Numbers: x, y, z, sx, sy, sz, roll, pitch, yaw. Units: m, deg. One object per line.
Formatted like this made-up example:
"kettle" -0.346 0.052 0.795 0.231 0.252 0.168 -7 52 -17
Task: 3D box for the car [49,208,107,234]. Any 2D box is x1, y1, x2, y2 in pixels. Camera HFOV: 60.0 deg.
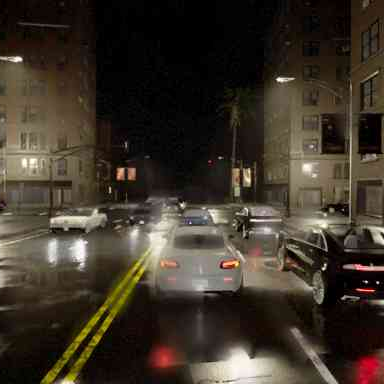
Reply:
"car" -6.455 1.597 19.282 1.895 1.301 4.718 0 0 0

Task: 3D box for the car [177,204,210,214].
"car" 0.232 1.544 17.901 2.033 1.411 5.357 0 0 0

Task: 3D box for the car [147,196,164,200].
"car" -6.200 1.540 52.826 2.033 1.411 5.357 0 0 1

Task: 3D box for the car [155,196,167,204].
"car" -6.042 1.513 65.899 1.812 1.442 4.674 0 0 1

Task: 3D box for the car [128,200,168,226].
"car" -3.173 1.541 23.856 2.033 1.411 5.357 0 0 0

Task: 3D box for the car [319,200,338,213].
"car" 17.014 1.592 37.534 5.008 1.535 1.882 0 1 1

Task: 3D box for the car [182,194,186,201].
"car" -2.743 1.587 68.574 1.895 1.301 4.718 0 0 1

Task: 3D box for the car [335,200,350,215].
"car" 16.449 1.762 31.590 4.313 1.339 1.947 0 0 1

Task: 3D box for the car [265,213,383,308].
"car" 3.387 1.490 7.902 2.128 1.511 4.902 0 0 1

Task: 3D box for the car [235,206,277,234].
"car" 3.378 1.488 17.210 2.128 1.511 4.902 0 0 0

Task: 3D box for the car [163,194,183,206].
"car" -2.950 1.540 52.800 2.033 1.411 5.357 0 0 0

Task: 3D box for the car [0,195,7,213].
"car" -20.691 1.345 31.972 5.008 1.535 1.882 0 1 -8

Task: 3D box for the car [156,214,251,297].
"car" 0.162 1.524 8.446 1.812 1.442 4.674 0 0 0

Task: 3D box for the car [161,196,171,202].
"car" -5.926 1.528 76.624 1.994 1.385 4.181 0 0 0
